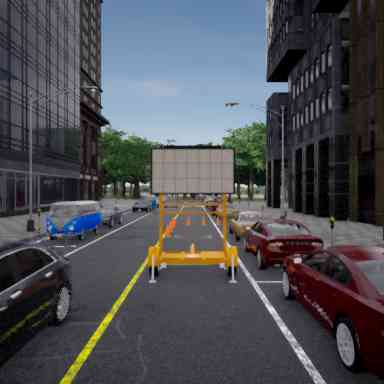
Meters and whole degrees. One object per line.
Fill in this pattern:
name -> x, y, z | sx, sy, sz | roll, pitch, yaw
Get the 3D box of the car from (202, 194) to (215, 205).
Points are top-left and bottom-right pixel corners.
car -> 2.926, 1.328, 59.865 | 2.192, 1.841, 5.009 | 0, 0, 0

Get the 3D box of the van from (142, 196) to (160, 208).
van -> -5.644, 1.346, 43.576 | 1.690, 1.788, 3.998 | 0, 0, 0

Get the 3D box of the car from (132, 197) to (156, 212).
car -> -5.659, 1.569, 38.139 | 1.947, 1.339, 4.313 | 0, 0, 0

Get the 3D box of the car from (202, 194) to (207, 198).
car -> 2.911, 1.450, 54.428 | 1.967, 1.590, 4.097 | 0, 0, 0

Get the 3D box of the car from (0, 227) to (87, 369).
car -> -3.090, 1.504, 4.257 | 1.837, 1.490, 4.892 | 0, 0, 0

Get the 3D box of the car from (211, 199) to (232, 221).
car -> 2.837, 1.526, 27.410 | 1.752, 1.417, 4.829 | 0, 0, 0

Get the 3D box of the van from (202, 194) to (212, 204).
van -> 2.941, 1.357, 65.303 | 1.690, 1.788, 3.998 | 0, 0, 0

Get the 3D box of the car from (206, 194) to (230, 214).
car -> 2.851, 1.317, 32.677 | 2.192, 1.841, 5.009 | 0, 0, 0

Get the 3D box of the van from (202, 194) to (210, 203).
van -> 2.956, 1.360, 70.740 | 1.690, 1.788, 3.998 | 0, 0, 0

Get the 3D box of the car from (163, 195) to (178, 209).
car -> -2.970, 1.553, 47.066 | 2.033, 1.411, 5.357 | 0, 0, 0

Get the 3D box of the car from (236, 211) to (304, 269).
car -> 2.792, 1.544, 10.927 | 1.887, 1.381, 4.507 | 0, 0, 0

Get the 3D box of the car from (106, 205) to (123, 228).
car -> -5.704, 1.551, 21.826 | 2.008, 1.369, 4.403 | 0, 0, 0

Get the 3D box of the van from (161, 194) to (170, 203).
van -> -5.569, 1.360, 70.764 | 1.690, 1.788, 3.998 | 0, 0, 0

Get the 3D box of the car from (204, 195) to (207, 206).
car -> 2.882, 1.530, 43.722 | 1.752, 1.417, 4.829 | 0, 0, 0

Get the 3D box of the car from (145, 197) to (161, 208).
car -> -5.630, 1.532, 48.844 | 1.752, 1.417, 4.829 | 0, 0, 0

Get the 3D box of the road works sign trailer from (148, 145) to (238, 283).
road works sign trailer -> 0.026, 0.464, 9.640 | 2.380, 3.560, 2.880 | 0, 0, 0

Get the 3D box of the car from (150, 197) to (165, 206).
car -> -5.614, 1.575, 54.451 | 1.947, 1.339, 4.313 | 0, 0, 0

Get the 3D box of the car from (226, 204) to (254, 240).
car -> 2.807, 1.525, 16.535 | 1.752, 1.417, 4.829 | 0, 0, 0

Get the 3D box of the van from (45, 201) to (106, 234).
van -> -5.719, 1.341, 16.389 | 1.690, 1.788, 3.998 | 0, 0, 0

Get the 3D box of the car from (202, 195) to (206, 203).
car -> 2.896, 1.552, 48.990 | 1.887, 1.381, 4.507 | 0, 0, 0

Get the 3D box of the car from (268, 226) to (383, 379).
car -> 2.777, 1.544, 5.490 | 1.887, 1.381, 4.507 | 0, 0, 0

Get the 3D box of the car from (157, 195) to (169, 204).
car -> -5.584, 1.456, 65.326 | 1.967, 1.590, 4.097 | 0, 0, 0
